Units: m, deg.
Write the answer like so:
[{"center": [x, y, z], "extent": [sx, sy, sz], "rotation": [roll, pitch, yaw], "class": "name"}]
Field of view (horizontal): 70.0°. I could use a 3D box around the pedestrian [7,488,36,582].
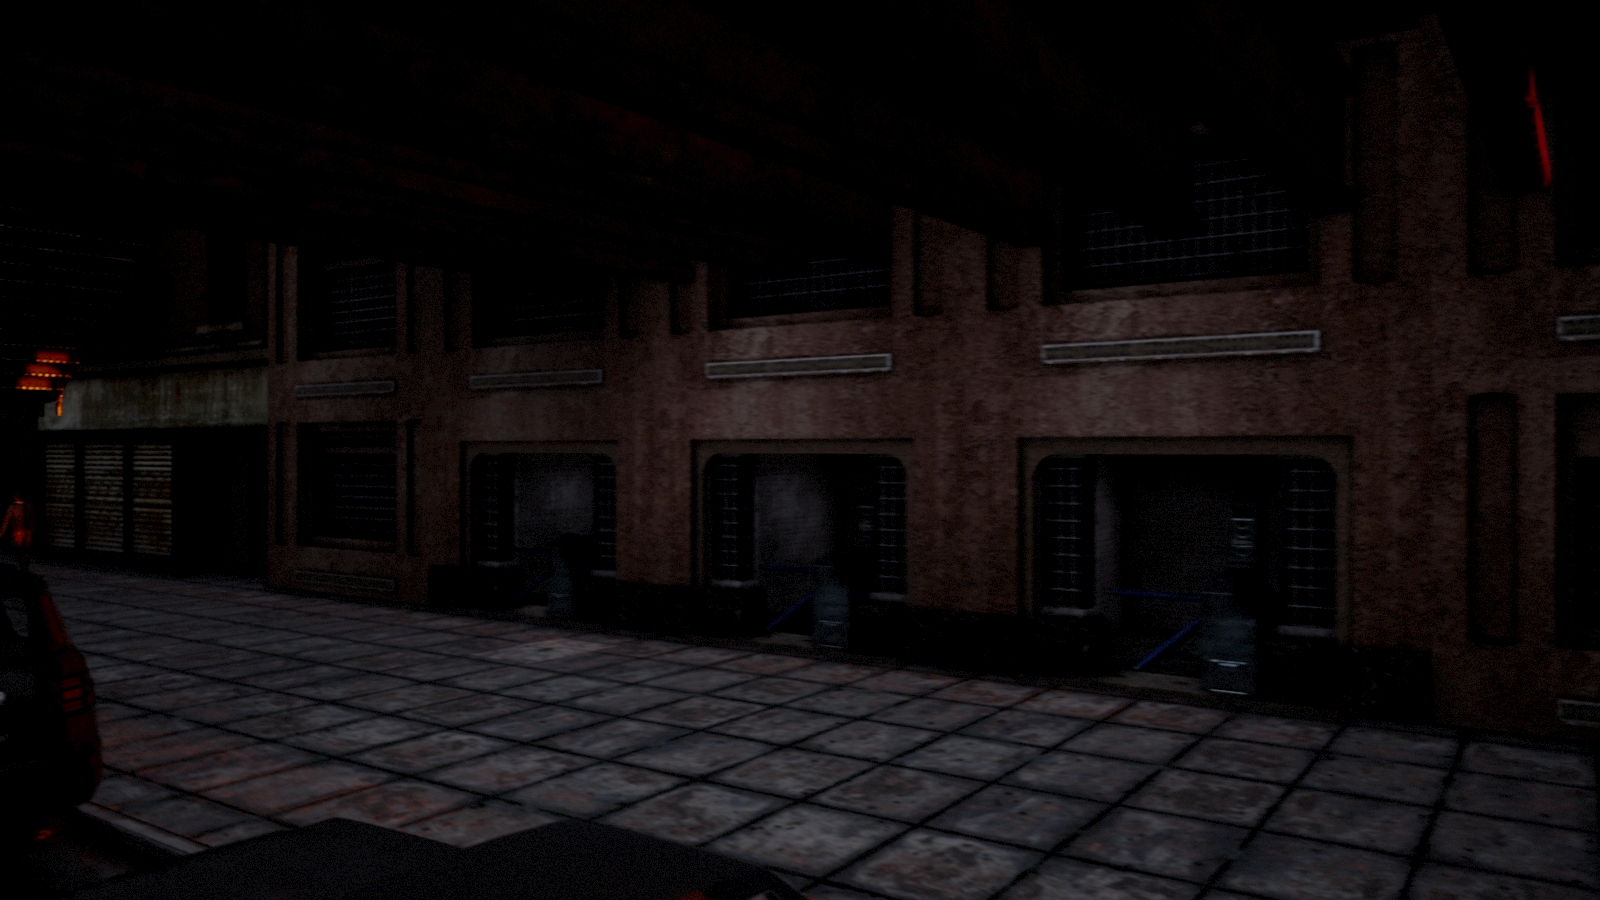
[{"center": [-15.657, 1.697, 22.974], "extent": [0.375, 1.860, 0.375], "rotation": [0, 0, 35], "class": "pedestrian"}]
